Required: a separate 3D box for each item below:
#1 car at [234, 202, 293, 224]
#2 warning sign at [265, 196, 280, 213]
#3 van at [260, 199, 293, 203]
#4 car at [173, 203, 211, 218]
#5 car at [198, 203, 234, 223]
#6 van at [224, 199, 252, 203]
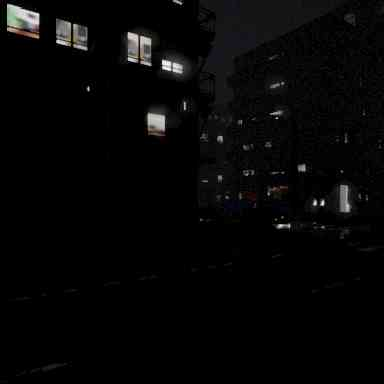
[{"bbox_3d":[5.844,1.802,27.392,1.994,1.385,4.181,0,-1,-36],"label":"car"},{"bbox_3d":[8.967,1.400,36.953,1.300,1.860,1.060,1,0,-36],"label":"warning sign"},{"bbox_3d":[8.479,1.603,33.564,1.690,1.788,3.998,-1,0,-36],"label":"van"},{"bbox_3d":[-0.052,1.932,35.413,1.994,1.385,4.181,0,-1,-37],"label":"car"},{"bbox_3d":[1.744,1.875,28.641,1.802,1.307,4.206,-1,0,-36],"label":"car"},{"bbox_3d":[5.160,1.676,38.077,1.690,1.788,3.998,-1,0,-36],"label":"van"}]
